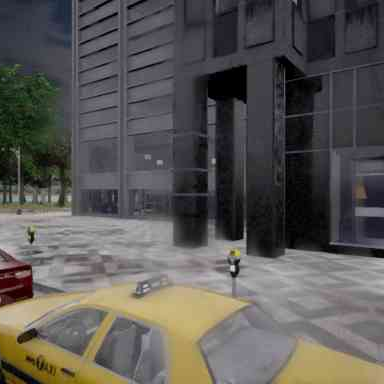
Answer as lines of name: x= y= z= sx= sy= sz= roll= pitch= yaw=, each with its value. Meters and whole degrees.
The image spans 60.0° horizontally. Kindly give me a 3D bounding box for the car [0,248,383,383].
car: x=-0.591 y=1.525 z=3.384 sx=4.829 sy=1.417 sz=1.752 roll=0 pitch=0 yaw=36
